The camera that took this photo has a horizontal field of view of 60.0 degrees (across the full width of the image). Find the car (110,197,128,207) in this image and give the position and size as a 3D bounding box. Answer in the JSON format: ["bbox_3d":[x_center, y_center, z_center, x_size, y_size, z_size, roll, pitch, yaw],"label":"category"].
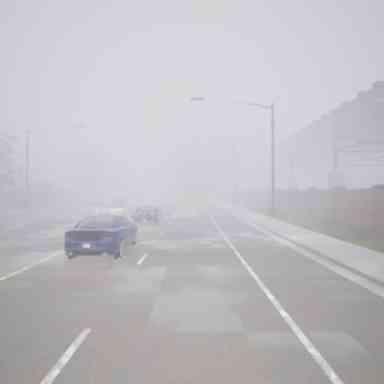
[{"bbox_3d":[-10.586,1.473,48.309,2.128,1.511,4.902,0,1,0],"label":"car"}]

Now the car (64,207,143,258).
[{"bbox_3d":[-3.445,1.617,13.417,1.882,1.535,5.008,0,0,1],"label":"car"}]

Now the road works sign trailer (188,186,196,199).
[{"bbox_3d":[0.002,0.081,92.664,2.380,3.560,2.880,0,0,0],"label":"road works sign trailer"}]

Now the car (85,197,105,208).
[{"bbox_3d":[-14.085,1.508,48.273,1.812,1.442,4.674,0,1,0],"label":"car"}]

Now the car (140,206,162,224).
[{"bbox_3d":[-3.461,1.751,26.551,1.895,1.301,4.718,0,0,1],"label":"car"}]
